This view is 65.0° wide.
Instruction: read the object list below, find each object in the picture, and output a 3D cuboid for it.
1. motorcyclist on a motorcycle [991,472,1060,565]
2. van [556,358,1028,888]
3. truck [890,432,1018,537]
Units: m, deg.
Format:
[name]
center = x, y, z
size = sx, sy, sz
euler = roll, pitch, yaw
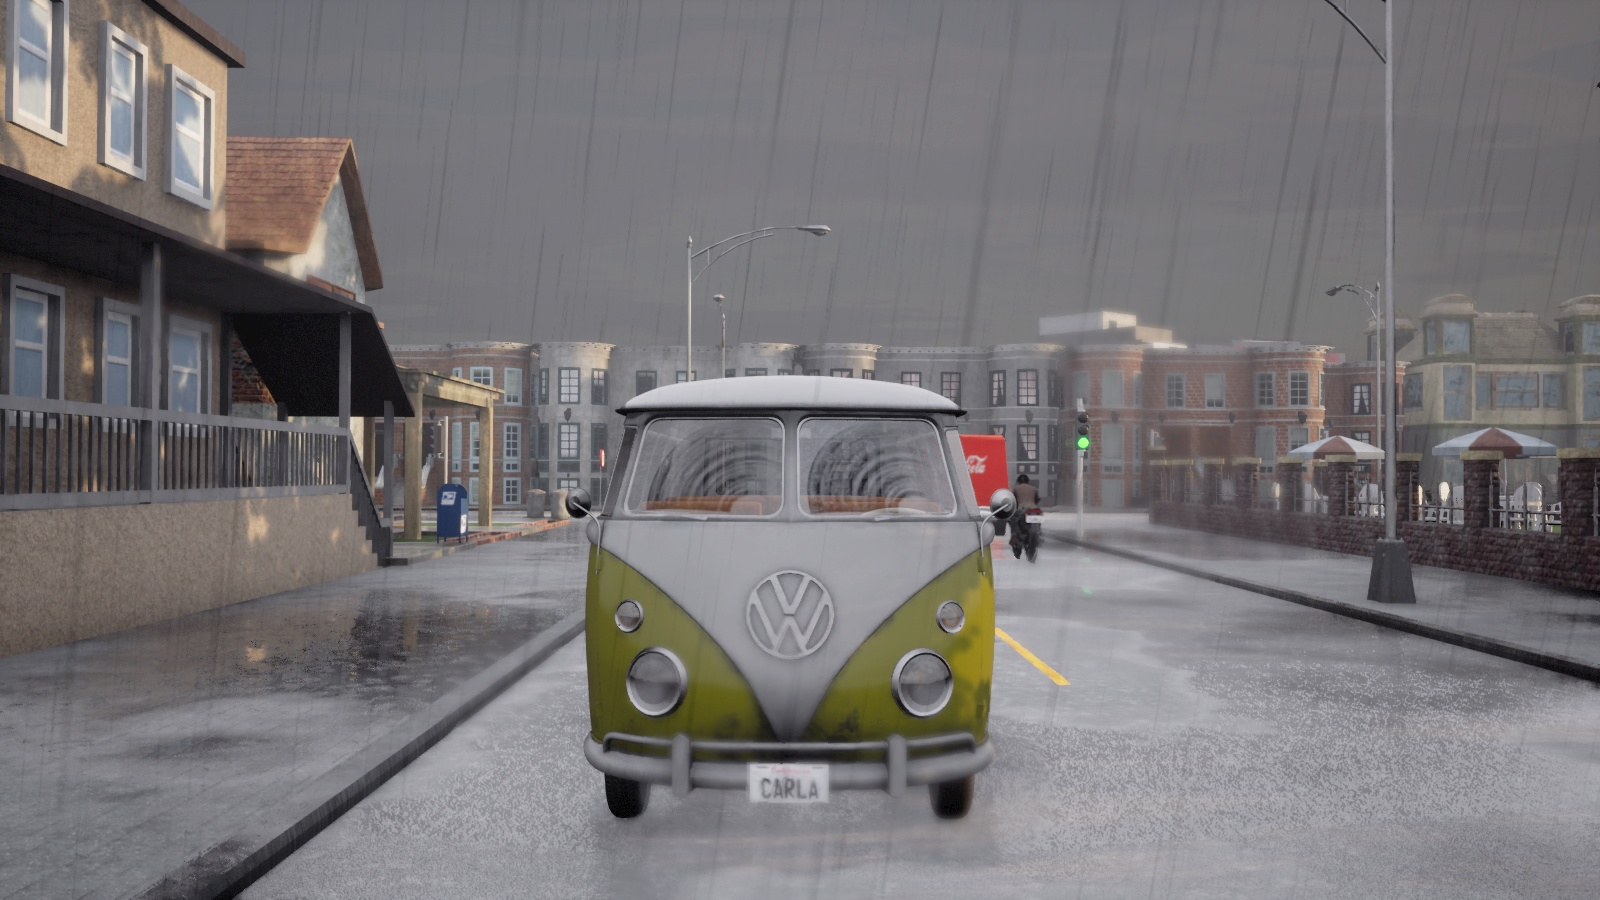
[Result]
[motorcyclist on a motorcycle]
center = 3.882, 1.146, 21.758
size = 0.797, 1.523, 2.044
euler = 0, -1, 0
[van]
center = -0.043, 0.684, 6.958
size = 1.775, 1.987, 4.442
euler = 0, -1, 0
[truck]
center = 3.825, 0.854, 32.357
size = 2.627, 2.467, 5.204
euler = 0, -1, 0
